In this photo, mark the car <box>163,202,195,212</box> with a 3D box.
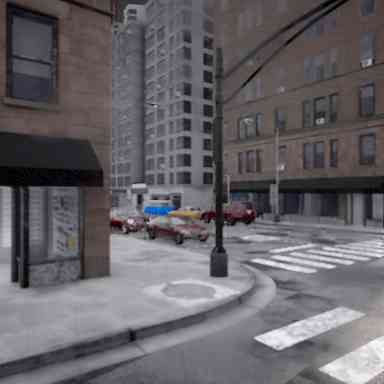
[{"bbox_3d":[-0.461,1.943,31.240,1.752,1.417,4.829,-1,0,-36],"label":"car"}]

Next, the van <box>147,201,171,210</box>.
[{"bbox_3d":[-3.579,1.828,35.570,1.690,1.788,3.998,-1,0,-36],"label":"van"}]

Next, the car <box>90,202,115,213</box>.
[{"bbox_3d":[-13.218,2.257,48.975,2.008,1.369,4.403,-1,0,-36],"label":"car"}]

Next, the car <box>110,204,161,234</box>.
[{"bbox_3d":[-4.069,1.778,21.655,1.967,1.590,4.097,-1,0,-36],"label":"car"}]

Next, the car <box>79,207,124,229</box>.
[{"bbox_3d":[-7.182,1.931,25.985,1.752,1.417,4.829,-1,0,-36],"label":"car"}]

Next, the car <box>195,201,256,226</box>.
[{"bbox_3d":[2.849,1.660,26.634,2.192,1.841,5.009,-1,0,-36],"label":"car"}]

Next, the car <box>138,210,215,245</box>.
[{"bbox_3d":[-0.852,1.850,17.186,1.802,1.307,4.206,-1,0,-36],"label":"car"}]
